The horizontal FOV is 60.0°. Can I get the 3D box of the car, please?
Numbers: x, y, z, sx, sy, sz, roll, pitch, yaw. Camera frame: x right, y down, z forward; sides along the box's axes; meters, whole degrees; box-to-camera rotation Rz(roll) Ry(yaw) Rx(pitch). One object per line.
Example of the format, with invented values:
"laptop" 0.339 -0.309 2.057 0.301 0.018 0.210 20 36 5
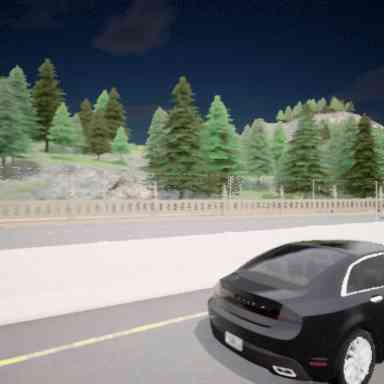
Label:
"car" 2.533 1.511 5.213 4.892 1.490 1.837 0 0 -33
